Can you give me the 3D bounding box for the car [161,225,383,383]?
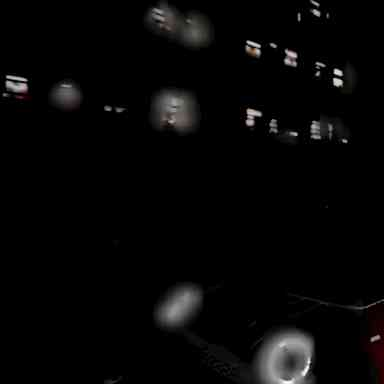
[{"bbox_3d":[1.845,1.353,4.377,4.553,1.767,2.097,0,0,-35],"label":"car"}]
